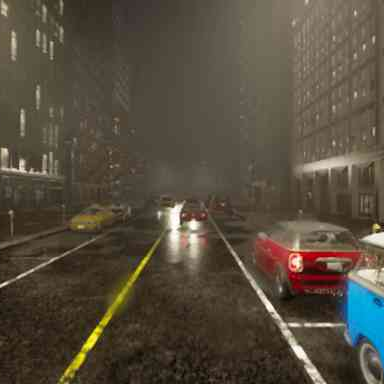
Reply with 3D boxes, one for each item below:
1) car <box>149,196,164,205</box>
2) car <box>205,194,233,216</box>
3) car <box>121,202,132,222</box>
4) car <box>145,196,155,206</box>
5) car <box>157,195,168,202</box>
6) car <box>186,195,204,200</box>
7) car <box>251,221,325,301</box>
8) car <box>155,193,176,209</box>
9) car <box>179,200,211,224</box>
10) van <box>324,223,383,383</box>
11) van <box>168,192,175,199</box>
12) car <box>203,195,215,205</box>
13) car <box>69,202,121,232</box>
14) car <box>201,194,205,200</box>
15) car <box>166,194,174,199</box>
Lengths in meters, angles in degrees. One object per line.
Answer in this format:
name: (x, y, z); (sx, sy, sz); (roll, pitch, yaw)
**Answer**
car: (-5.706, 1.340, 53.788); (1.947, 1.339, 4.313); (0, 0, 0)
car: (2.684, 1.191, 31.008); (2.192, 1.841, 5.009); (0, 0, 0)
car: (-5.697, 1.451, 25.326); (2.008, 1.369, 4.403); (0, 0, 0)
car: (-5.704, 1.352, 48.095); (2.008, 1.369, 4.403); (0, 0, 0)
car: (-5.709, 1.301, 65.170); (1.802, 1.307, 4.206); (0, 0, 0)
car: (0.087, 1.394, 41.629); (1.994, 1.385, 4.181); (0, 0, 0)
car: (2.690, 1.409, 8.240); (1.967, 1.590, 4.097); (0, 0, 0)
car: (-3.107, 1.308, 41.441); (1.882, 1.535, 5.008); (0, 0, 0)
car: (0.092, 1.509, 23.347); (1.895, 1.301, 4.718); (0, 0, 0)
van: (2.692, 1.331, 2.549); (1.690, 1.788, 3.998); (0, 0, 0)
van: (-5.718, 0.917, 93.632); (1.690, 1.788, 3.998); (0, 0, 0)
car: (2.675, 1.298, 53.947); (1.752, 1.417, 4.829); (0, 0, 0)
car: (-5.695, 1.450, 19.462); (1.752, 1.417, 4.829); (0, 0, 0)
car: (2.680, 1.141, 42.393); (2.192, 1.841, 5.009); (0, 0, 0)
car: (-5.717, 1.150, 87.940); (1.887, 1.381, 4.507); (0, 0, 0)
